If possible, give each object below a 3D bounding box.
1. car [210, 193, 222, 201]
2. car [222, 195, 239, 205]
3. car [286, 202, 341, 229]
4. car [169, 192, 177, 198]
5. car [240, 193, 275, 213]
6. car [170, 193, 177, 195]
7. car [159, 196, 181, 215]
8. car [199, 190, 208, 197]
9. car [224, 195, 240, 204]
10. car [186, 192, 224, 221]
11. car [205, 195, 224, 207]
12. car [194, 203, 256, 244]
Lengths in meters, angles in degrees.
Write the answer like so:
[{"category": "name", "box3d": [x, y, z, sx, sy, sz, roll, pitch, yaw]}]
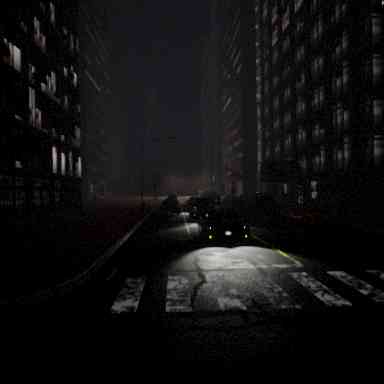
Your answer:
[{"category": "car", "box3d": [4.621, 0.906, 65.195, 1.887, 1.381, 4.507, 0, 1, -3]}, {"category": "car", "box3d": [5.478, 1.093, 48.293, 1.802, 1.307, 4.206, 0, 1, -3]}, {"category": "car", "box3d": [6.901, 1.283, 19.456, 1.752, 1.417, 4.829, -1, 1, -3]}, {"category": "car", "box3d": [-4.889, 0.744, 87.279, 1.967, 1.590, 4.097, 0, 1, -3]}, {"category": "car", "box3d": [6.332, 0.972, 31.389, 2.192, 1.841, 5.009, 0, 1, -3]}, {"category": "car", "box3d": [-2.889, 1.236, 47.832, 1.802, 1.307, 4.206, 0, 1, -3]}, {"category": "car", "box3d": [-2.032, 1.366, 30.926, 1.947, 1.339, 4.313, 0, 1, -3]}, {"category": "car", "box3d": [3.191, 0.425, 93.363, 2.192, 1.841, 5.009, 0, 1, -3]}, {"category": "car", "box3d": [5.763, 1.104, 42.659, 1.887, 1.381, 4.507, 0, 1, -3]}, {"category": "car", "box3d": [0.861, 1.161, 24.792, 2.097, 1.767, 4.553, -1, 1, -3]}, {"category": "car", "box3d": [3.016, 1.125, 45.519, 2.033, 1.411, 5.357, -1, 1, -3]}, {"category": "car", "box3d": [1.348, 1.453, 15.243, 1.994, 1.385, 4.181, -1, 1, -3]}]
